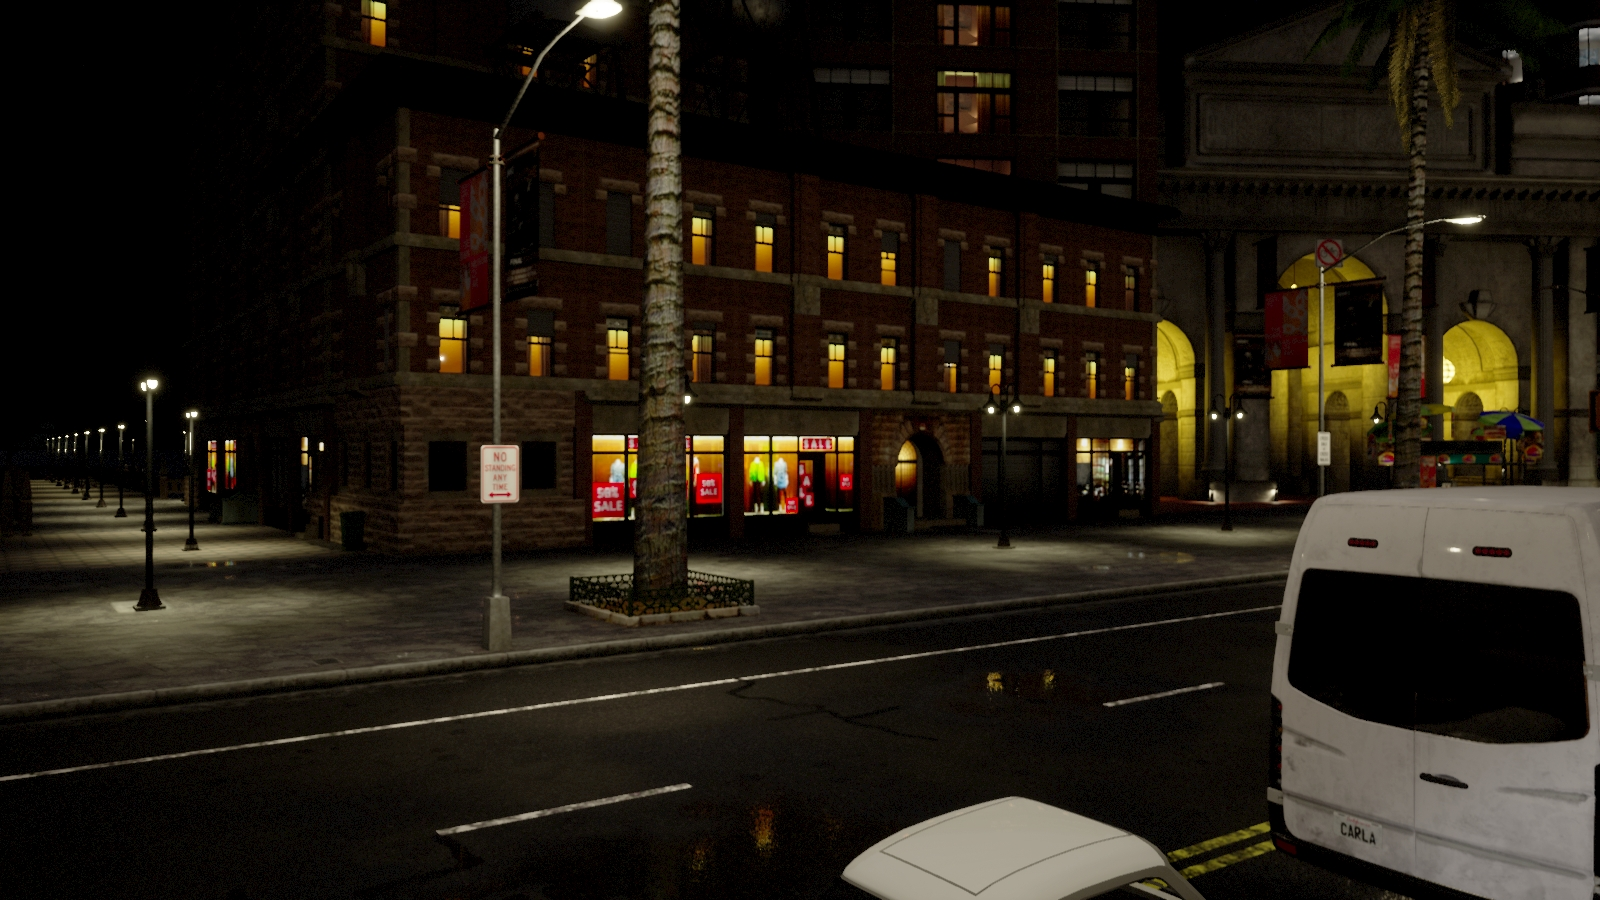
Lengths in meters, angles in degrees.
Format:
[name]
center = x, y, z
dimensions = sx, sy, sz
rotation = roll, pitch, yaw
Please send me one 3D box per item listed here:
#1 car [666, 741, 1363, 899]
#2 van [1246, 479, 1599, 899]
[car]
center = 0.827, 2.119, 4.347
dimensions = 2.207, 1.376, 1.481
rotation = 0, 0, -35
[van]
center = 5.721, 1.530, 7.821
dimensions = 5.915, 2.561, 1.988
rotation = 0, 0, -35
